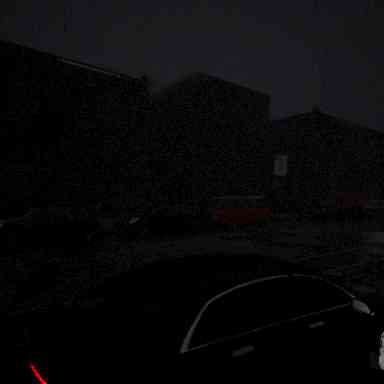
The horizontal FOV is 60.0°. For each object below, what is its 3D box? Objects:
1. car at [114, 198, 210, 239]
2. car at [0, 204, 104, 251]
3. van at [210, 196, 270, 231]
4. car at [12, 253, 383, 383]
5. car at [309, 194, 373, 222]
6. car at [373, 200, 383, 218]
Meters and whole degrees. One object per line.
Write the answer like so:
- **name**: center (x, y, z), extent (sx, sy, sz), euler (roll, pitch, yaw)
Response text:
- **car**: center (-1.678, 1.333, 17.306), extent (4.553, 1.767, 2.185), euler (0, 0, -36)
- **car**: center (-6.169, 1.325, 14.088), extent (4.553, 1.767, 2.185), euler (0, 0, -36)
- **van**: center (2.693, 1.240, 20.438), extent (4.442, 1.987, 1.878), euler (0, 0, -36)
- **car**: center (0.668, 1.508, 3.914), extent (4.892, 1.490, 1.837), euler (0, 0, -35)
- **car**: center (11.850, 1.229, 26.997), extent (5.566, 2.045, 2.435), euler (0, 0, -36)
- **car**: center (16.266, 1.487, 30.162), extent (5.008, 1.535, 2.097), euler (0, 0, -36)
